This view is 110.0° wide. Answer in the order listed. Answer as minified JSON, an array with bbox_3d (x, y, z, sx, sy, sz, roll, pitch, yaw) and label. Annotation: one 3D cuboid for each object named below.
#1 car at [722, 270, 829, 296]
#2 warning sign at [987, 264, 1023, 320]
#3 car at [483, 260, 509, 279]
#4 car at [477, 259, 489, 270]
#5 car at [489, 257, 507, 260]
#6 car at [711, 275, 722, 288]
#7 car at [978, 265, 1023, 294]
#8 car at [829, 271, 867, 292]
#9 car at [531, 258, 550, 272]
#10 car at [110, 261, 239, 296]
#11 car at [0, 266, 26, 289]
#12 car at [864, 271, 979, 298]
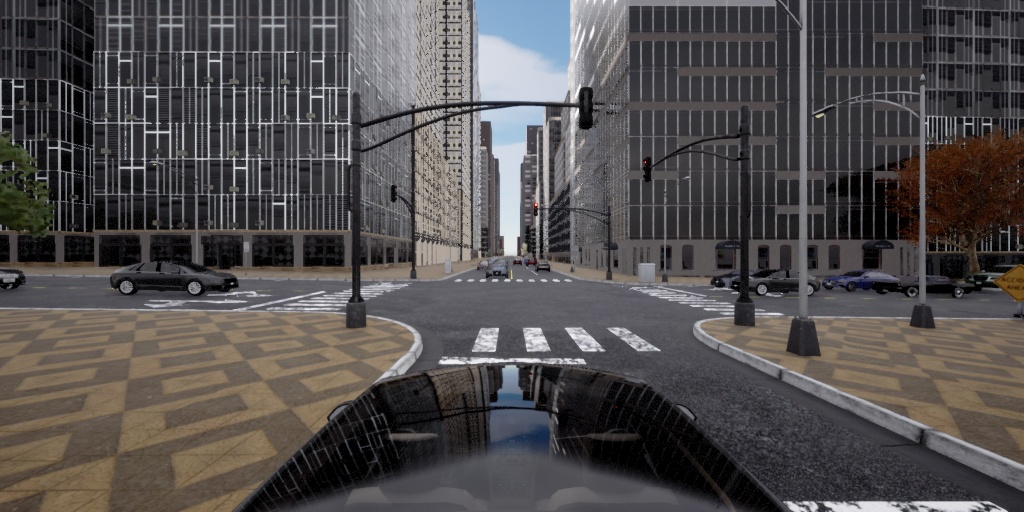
[{"bbox_3d":[15.785,1.564,21.590,4.892,1.490,1.837,1,0,-4],"label":"car"},{"bbox_3d":[17.268,1.204,12.189,1.060,1.860,1.300,0,0,-3],"label":"warning sign"},{"bbox_3d":[-1.372,1.332,33.018,1.994,1.385,4.181,0,0,-2],"label":"car"},{"bbox_3d":[-4.059,1.342,51.470,1.802,1.307,4.207,0,0,0],"label":"car"},{"bbox_3d":[-1.560,1.269,45.657,1.837,1.490,4.892,0,0,0],"label":"car"},{"bbox_3d":[16.155,1.629,24.851,4.181,1.385,1.994,1,0,-3],"label":"car"},{"bbox_3d":[36.158,1.647,25.783,5.566,2.045,2.150,1,0,-3],"label":"car"},{"bbox_3d":[24.556,1.741,25.245,4.674,1.442,1.812,1,0,-3],"label":"car"},{"bbox_3d":[3.898,1.329,45.983,1.948,1.339,4.313,0,0,0],"label":"car"},{"bbox_3d":[-15.516,0.994,16.653,4.892,1.490,1.837,1,0,-3],"label":"car"},{"bbox_3d":[-25.298,0.802,16.197,4.902,1.511,2.128,1,0,-3],"label":"car"},{"bbox_3d":[25.028,1.826,22.017,4.718,1.301,1.895,1,0,-3],"label":"car"}]
